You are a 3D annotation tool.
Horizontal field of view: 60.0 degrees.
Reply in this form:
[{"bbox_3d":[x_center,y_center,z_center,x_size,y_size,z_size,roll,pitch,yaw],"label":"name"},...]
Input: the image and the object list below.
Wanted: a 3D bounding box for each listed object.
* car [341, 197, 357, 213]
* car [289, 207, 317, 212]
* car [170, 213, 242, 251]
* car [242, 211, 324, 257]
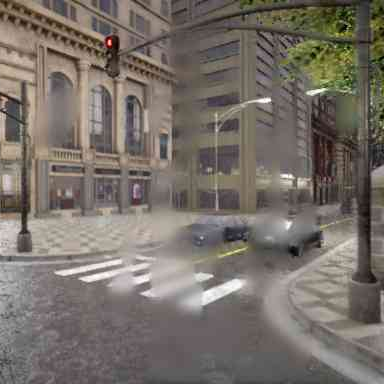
[{"bbox_3d":[21.211,1.737,43.524,2.150,2.045,5.566,0,-1,35],"label":"car"},{"bbox_3d":[8.557,1.851,25.739,1.994,1.385,4.181,0,-1,35],"label":"car"},{"bbox_3d":[1.278,1.702,15.423,2.033,1.411,5.357,0,-1,35],"label":"car"},{"bbox_3d":[4.034,1.719,13.848,1.994,1.385,4.181,0,-1,36],"label":"car"}]
